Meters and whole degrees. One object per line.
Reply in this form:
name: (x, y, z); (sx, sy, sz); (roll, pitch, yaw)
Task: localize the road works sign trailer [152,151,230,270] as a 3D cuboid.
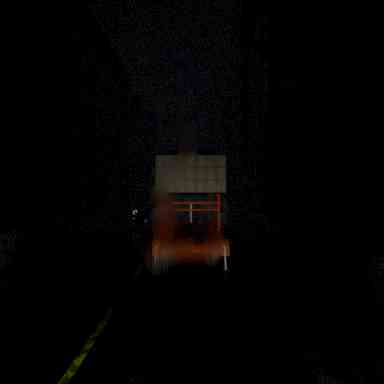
road works sign trailer: (-0.035, 0.463, 10.976); (2.380, 3.560, 2.880); (0, 0, 0)

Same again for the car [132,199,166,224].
car: (-3.082, 1.348, 24.438); (2.097, 1.767, 4.553); (0, 0, 0)
